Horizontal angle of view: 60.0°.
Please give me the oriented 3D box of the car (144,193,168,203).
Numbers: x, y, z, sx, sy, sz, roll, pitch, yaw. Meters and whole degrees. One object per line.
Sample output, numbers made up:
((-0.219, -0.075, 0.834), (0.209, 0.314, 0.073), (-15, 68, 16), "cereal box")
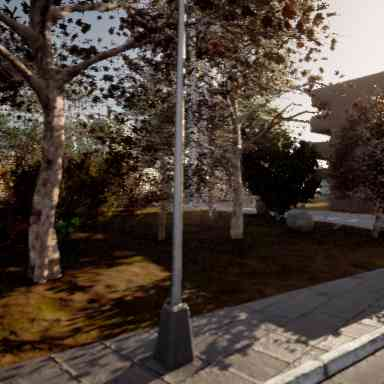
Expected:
((-3.769, 0.634, 36.018), (4.718, 1.301, 1.895), (2, -1, 25), "car")
